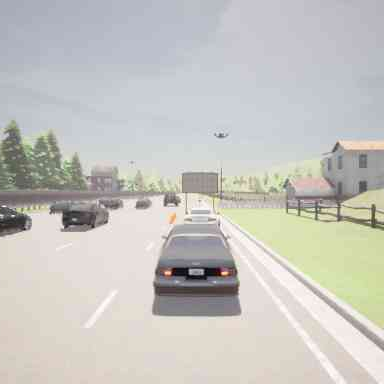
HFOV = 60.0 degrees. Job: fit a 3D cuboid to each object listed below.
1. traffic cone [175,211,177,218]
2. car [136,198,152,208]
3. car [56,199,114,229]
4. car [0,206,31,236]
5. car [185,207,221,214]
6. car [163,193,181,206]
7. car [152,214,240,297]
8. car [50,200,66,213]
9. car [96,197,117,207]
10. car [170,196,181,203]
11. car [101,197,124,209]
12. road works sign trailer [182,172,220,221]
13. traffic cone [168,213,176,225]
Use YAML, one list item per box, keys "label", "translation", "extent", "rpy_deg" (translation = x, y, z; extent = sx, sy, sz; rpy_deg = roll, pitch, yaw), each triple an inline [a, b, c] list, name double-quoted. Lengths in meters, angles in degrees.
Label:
- label: "traffic cone"
  translation: [-1.459, 1.955, 25.116]
  extent: [0.340, 0.580, 0.340]
  rpy_deg: [0, 0, 0]
- label: "car"
  translation: [-6.847, 1.547, 47.681]
  extent: [2.033, 1.411, 5.357]
  rpy_deg: [0, 0, 0]
- label: "car"
  translation: [-6.875, 1.477, 21.943]
  extent: [1.882, 1.535, 5.008]
  rpy_deg: [0, 0, 0]
- label: "car"
  translation: [-10.379, 1.502, 17.678]
  extent: [1.837, 1.490, 4.892]
  rpy_deg: [0, -1, 0]
- label: "car"
  translation: [0.575, 1.538, 18.428]
  extent: [1.812, 1.442, 4.674]
  rpy_deg: [0, -1, 5]
- label: "car"
  translation: [-3.339, 1.221, 53.296]
  extent: [2.150, 2.045, 5.566]
  rpy_deg: [0, 0, 0]
- label: "car"
  translation: [0.107, 1.547, 8.760]
  extent: [2.033, 1.411, 5.357]
  rpy_deg: [0, 0, 1]
- label: "car"
  translation: [-13.858, 1.564, 36.393]
  extent: [1.994, 1.385, 4.181]
  rpy_deg: [0, 0, 0]
- label: "car"
  translation: [-13.840, 1.547, 54.327]
  extent: [2.033, 1.411, 5.357]
  rpy_deg: [0, 0, 0]
- label: "car"
  translation: [-3.322, 1.564, 68.511]
  extent: [1.994, 1.385, 4.181]
  rpy_deg: [0, 0, 0]
- label: "car"
  translation: [-10.349, 1.491, 44.243]
  extent: [2.128, 1.511, 4.902]
  rpy_deg: [0, 0, 0]
- label: "road works sign trailer"
  translation: [0.512, 0.464, 22.041]
  extent: [2.380, 3.560, 2.880]
  rpy_deg: [0, 0, -4]
- label: "traffic cone"
  translation: [-1.461, 1.955, 23.116]
  extent: [0.340, 0.580, 0.340]
  rpy_deg: [0, 0, 0]
